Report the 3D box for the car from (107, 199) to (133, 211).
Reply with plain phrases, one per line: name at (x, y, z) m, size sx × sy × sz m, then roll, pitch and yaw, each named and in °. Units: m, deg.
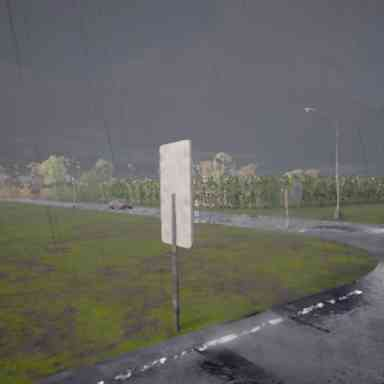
car at (-8.822, 1.530, 40.443) m, size 1.994 × 1.385 × 4.181 m, roll -2°, pitch 1°, yaw -36°
